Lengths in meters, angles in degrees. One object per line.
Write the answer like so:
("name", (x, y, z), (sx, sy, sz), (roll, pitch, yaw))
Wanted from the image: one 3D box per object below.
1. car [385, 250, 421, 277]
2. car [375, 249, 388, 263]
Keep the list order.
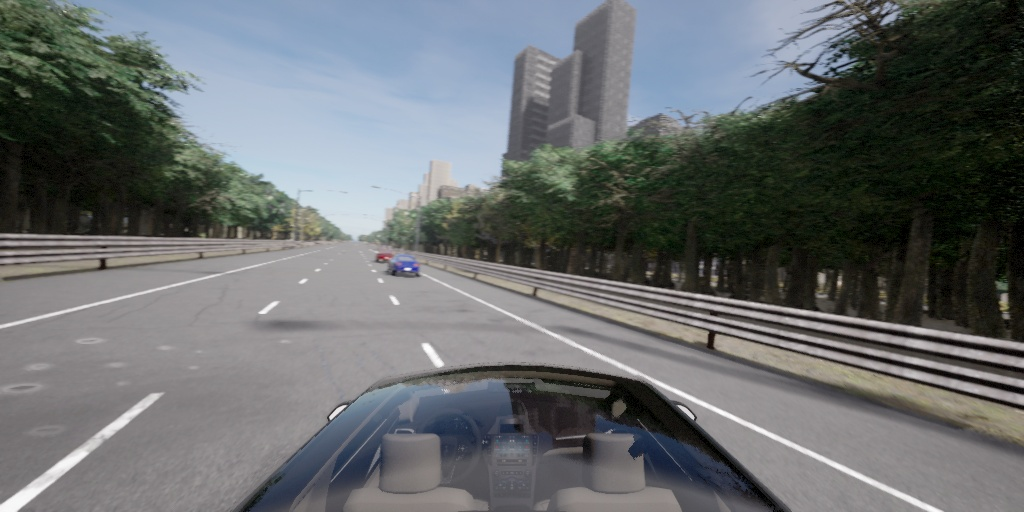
("car", (-7.687, 0.605, 25.472), (1.812, 1.442, 4.674), (5, 0, -24))
("car", (-14.518, -0.035, 41.006), (1.882, 1.535, 5.008), (5, 0, -24))
